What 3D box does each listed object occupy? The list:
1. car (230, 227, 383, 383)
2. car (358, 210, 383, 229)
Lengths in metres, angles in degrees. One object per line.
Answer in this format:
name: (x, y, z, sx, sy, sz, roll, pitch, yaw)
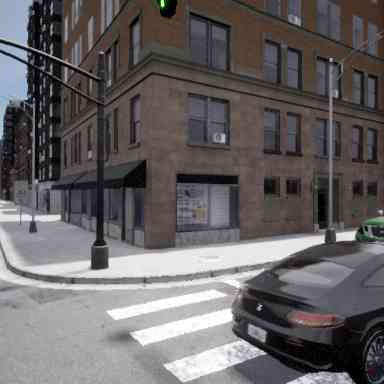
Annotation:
car: (2.730, 1.512, 5.171, 4.674, 1.442, 1.812, 0, 0, -32)
car: (8.069, 1.221, 11.501, 5.566, 2.045, 2.150, 0, 0, -32)
